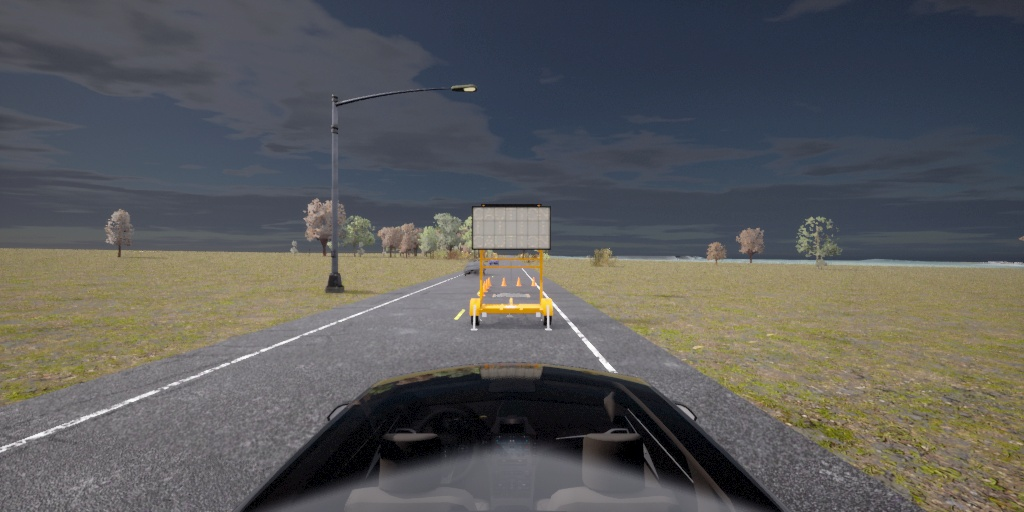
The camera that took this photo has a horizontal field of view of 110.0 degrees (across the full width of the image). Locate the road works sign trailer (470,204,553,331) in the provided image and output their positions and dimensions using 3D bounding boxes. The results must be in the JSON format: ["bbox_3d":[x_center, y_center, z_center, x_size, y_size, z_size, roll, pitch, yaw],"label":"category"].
[{"bbox_3d":[-0.022,0.215,11.030,2.380,3.560,2.880,0,0,0],"label":"road works sign trailer"}]

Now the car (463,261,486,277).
[{"bbox_3d":[-3.683,1.258,35.870,1.837,1.490,4.892,0,0,0],"label":"car"}]
